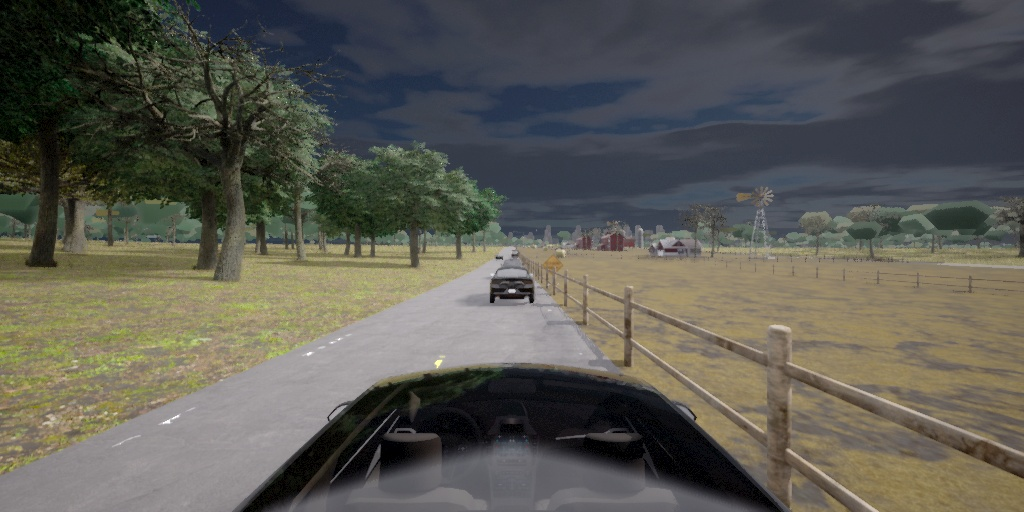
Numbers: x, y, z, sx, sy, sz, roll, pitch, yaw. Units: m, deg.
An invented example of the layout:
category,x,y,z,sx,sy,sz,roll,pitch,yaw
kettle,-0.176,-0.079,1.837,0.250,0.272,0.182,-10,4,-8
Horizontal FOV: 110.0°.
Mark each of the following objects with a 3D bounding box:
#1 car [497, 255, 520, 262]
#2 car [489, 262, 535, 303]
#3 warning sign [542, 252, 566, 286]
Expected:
category,x,y,z,sx,sy,sz,roll,pitch,yaw
car,0.000,1.027,31.464,2.097,1.767,4.553,0,0,0
car,0.000,1.207,16.500,1.882,1.535,5.008,0,0,0
warning sign,2.450,0.827,21.517,1.300,1.860,1.060,0,0,0
